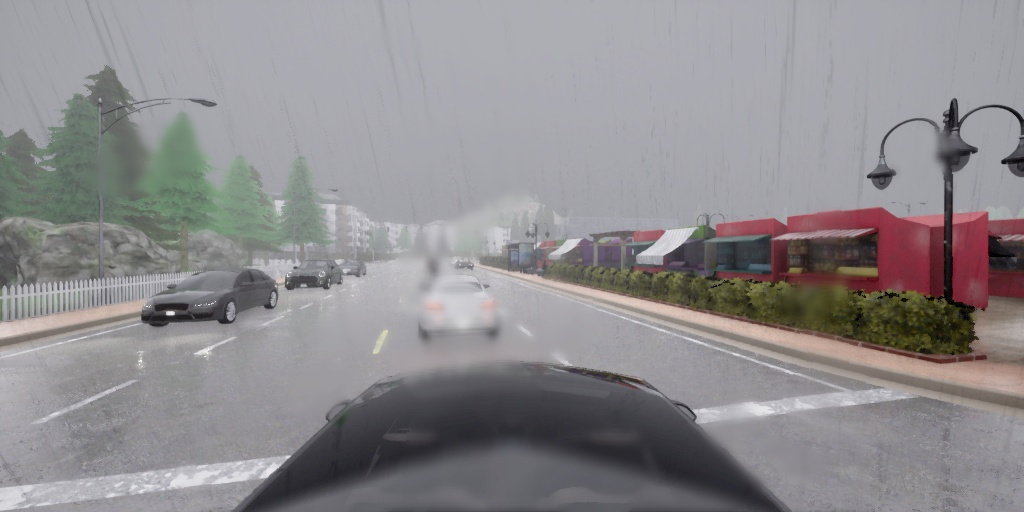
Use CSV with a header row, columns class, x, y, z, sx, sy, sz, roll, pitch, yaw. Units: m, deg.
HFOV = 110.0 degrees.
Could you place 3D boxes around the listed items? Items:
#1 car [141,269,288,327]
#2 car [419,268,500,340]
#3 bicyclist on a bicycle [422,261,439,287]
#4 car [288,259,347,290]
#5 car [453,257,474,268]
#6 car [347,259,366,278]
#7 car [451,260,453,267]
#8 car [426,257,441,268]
class,x,y,z,sx,sy,sz,roll,pitch,yaw
car,-9.241,1.190,11.483,1.837,1.490,4.892,0,0,-13
car,-1.521,1.225,9.807,1.812,1.442,4.674,0,0,-13
bicyclist on a bicycle,-4.401,1.078,19.642,0.582,1.620,1.656,0,1,25
car,-11.490,0.966,21.073,2.097,1.767,4.553,0,0,-13
car,-5.830,1.048,43.775,1.895,1.301,4.718,0,0,-13
car,-13.734,1.033,30.684,2.128,1.511,4.902,0,1,-13
car,-7.890,0.906,52.647,1.812,1.442,4.674,0,0,-13
car,-11.096,0.898,50.810,1.837,1.490,4.892,0,0,-13
